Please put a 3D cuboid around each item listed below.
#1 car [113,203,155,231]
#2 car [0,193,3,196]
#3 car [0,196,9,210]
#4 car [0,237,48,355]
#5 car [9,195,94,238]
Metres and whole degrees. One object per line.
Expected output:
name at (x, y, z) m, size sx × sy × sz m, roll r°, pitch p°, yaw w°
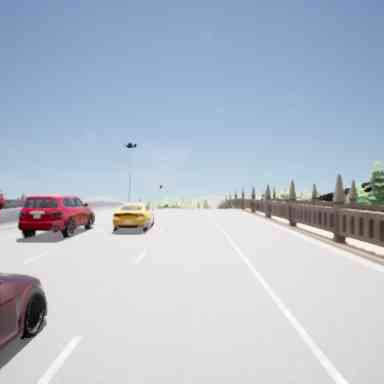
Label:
car at (-3.398, 1.414, 20.046) m, size 1.882 × 1.535 × 5.008 m, roll 0°, pitch 0°, yaw 0°
car at (-21.085, 1.110, 33.528) m, size 2.150 × 2.045 × 5.566 m, roll 0°, pitch 0°, yaw 0°
car at (-17.582, 1.392, 34.559) m, size 1.837 × 1.490 × 4.892 m, roll 0°, pitch 0°, yaw 0°
car at (-3.400, 1.551, 3.884) m, size 1.994 × 1.385 × 4.181 m, roll 0°, pitch 0°, yaw 0°
car at (-6.898, 1.166, 17.489) m, size 2.150 × 2.045 × 5.566 m, roll 0°, pitch 0°, yaw 0°
